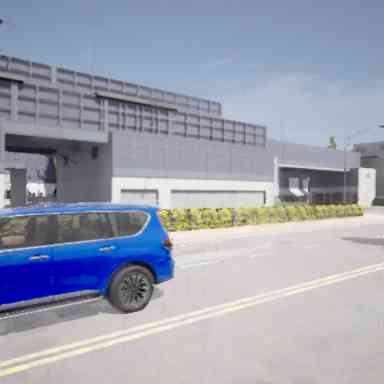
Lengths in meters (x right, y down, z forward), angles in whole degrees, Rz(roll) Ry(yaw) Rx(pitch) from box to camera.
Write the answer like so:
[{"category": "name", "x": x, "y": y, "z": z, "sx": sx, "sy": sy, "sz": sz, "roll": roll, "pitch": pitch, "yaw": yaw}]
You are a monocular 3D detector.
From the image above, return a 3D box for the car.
[{"category": "car", "x": -2.947, "y": 1.244, "z": 6.188, "sx": 5.566, "sy": 2.045, "sz": 2.150, "roll": 0, "pitch": 0, "yaw": -36}]
